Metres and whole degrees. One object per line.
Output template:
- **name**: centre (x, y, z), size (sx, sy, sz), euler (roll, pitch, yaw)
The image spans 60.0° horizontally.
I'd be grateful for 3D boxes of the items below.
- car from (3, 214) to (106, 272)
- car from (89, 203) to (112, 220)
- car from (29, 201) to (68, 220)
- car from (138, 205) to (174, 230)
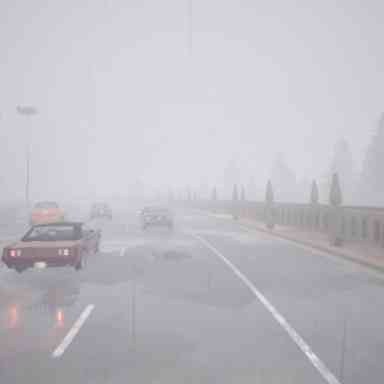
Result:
- **car**: centre (-4.223, 1.624, 10.927), size (1.895, 1.301, 4.718), euler (0, 0, -7)
- **car**: centre (-7.906, 1.616, 28.735), size (2.033, 1.411, 5.357), euler (0, 0, -17)
- **car**: centre (-10.393, 1.428, 24.399), size (2.097, 1.767, 4.553), euler (0, 0, -15)
- **car**: centre (-2.431, 1.572, 21.578), size (2.033, 1.411, 5.357), euler (0, 0, -13)
